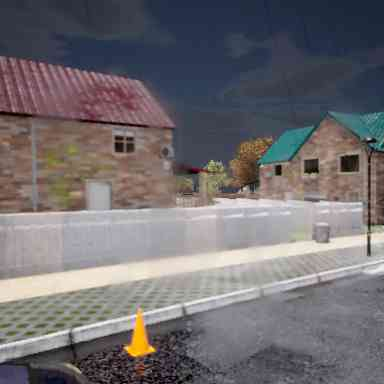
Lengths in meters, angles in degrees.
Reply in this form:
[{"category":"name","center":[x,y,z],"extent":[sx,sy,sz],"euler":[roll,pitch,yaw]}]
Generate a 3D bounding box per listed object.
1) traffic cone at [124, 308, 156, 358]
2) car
[{"category":"traffic cone","center":[-0.740,1.949,4.720],"extent":[0.340,0.580,0.340],"euler":[0,0,-35]},{"category":"car","center":[-2.175,1.559,1.011],"extent":[4.181,1.385,1.994],"euler":[0,0,-36]}]
